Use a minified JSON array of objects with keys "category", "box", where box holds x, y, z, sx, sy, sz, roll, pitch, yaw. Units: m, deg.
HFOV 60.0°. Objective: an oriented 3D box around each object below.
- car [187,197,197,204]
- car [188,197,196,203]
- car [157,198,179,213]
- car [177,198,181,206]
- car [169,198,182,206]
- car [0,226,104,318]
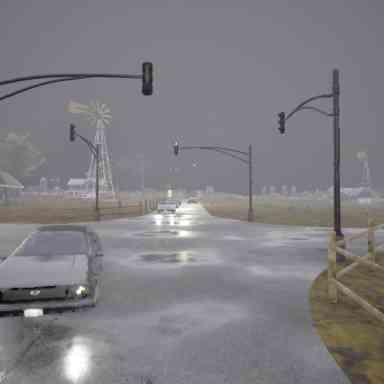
[{"category":"car","box":[0.042,1.788,69.196,1.812,1.442,4.674,0,0,0]},{"category":"car","box":[-0.058,1.860,79.208,1.812,1.442,4.674,0,0,0]},{"category":"car","box":[-2.873,1.691,38.243,1.895,1.301,4.718,0,0,0]},{"category":"car","box":[-2.870,1.644,48.626,1.837,1.490,4.892,0,0,0]},{"category":"car","box":[-2.856,1.746,59.190,2.033,1.411,5.357,0,0,0]},{"category":"car","box":[-3.105,1.548,7.926,2.033,1.411,5.357,0,0,-13]}]
